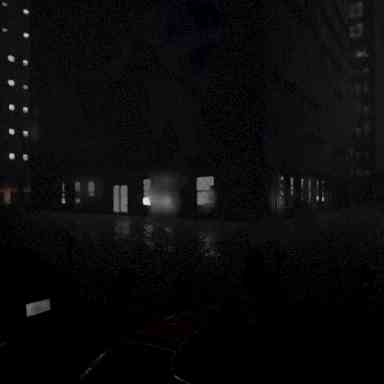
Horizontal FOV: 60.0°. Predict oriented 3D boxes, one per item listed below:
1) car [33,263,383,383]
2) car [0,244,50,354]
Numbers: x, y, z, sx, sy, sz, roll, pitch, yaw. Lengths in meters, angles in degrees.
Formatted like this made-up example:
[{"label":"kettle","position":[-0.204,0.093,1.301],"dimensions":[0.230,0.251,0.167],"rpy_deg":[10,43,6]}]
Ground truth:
[{"label":"car","position":[0.941,1.441,2.360],"dimensions":[4.097,1.590,1.967],"rpy_deg":[0,0,36]},{"label":"car","position":[-3.719,1.563,5.622],"dimensions":[4.313,1.339,1.947],"rpy_deg":[0,0,36]}]
